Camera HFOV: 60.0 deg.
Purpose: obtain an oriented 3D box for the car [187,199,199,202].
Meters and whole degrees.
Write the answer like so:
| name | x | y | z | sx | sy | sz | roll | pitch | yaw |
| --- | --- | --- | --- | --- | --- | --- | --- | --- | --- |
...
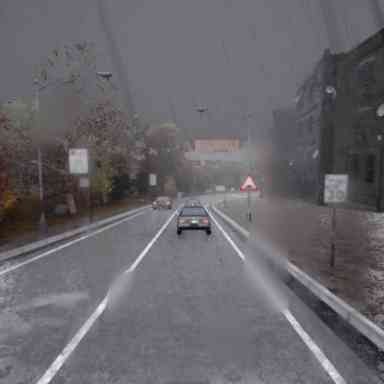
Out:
| name | x | y | z | sx | sy | sz | roll | pitch | yaw |
| --- | --- | --- | --- | --- | --- | --- | --- | --- | --- |
| car | 0.118 | 1.478 | 38.447 | 2.033 | 1.411 | 5.357 | 0 | 0 | 0 |

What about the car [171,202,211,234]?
| name | x | y | z | sx | sy | sz | roll | pitch | yaw |
| --- | --- | --- | --- | --- | --- | --- | --- | --- | --- |
| car | 0.097 | 1.512 | 18.966 | 2.033 | 1.411 | 5.357 | 0 | 0 | 0 |

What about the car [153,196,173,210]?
| name | x | y | z | sx | sy | sz | roll | pitch | yaw |
| --- | --- | --- | --- | --- | --- | --- | --- | --- | --- |
| car | -3.503 | 1.276 | 40.431 | 2.097 | 1.767 | 4.553 | 0 | 0 | 1 |

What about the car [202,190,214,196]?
| name | x | y | z | sx | sy | sz | roll | pitch | yaw |
| --- | --- | --- | --- | --- | --- | --- | --- | --- | --- |
| car | 3.898 | 0.221 | 80.373 | 2.097 | 1.767 | 4.553 | 2 | 3 | 22 |
